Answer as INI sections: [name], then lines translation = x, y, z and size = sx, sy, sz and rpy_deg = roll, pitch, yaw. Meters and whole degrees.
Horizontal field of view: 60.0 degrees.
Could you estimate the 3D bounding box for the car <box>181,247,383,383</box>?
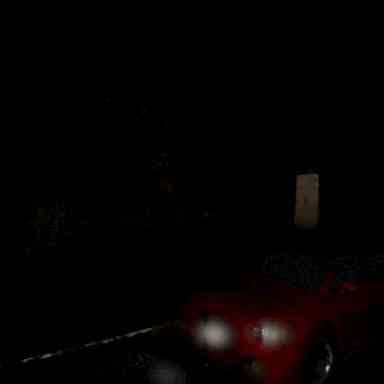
[car]
translation = 1.901, 1.637, 5.346
size = 4.181, 1.385, 1.994
rpy_deg = 1, -1, -35
